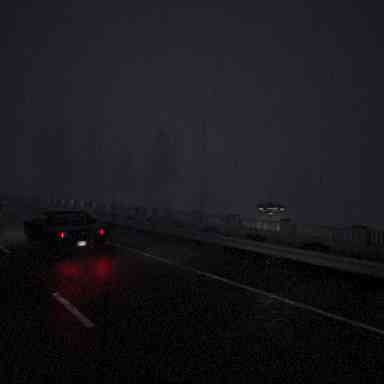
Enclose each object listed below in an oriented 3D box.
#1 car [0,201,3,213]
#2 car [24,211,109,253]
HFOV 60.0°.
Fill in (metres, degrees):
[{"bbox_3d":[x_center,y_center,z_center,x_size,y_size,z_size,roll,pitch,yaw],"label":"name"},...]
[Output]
[{"bbox_3d":[-18.625,1.141,30.361,2.128,1.511,4.902,-1,0,-38],"label":"car"},{"bbox_3d":[-4.970,1.370,12.670,1.895,1.301,4.718,-1,1,-38],"label":"car"}]
